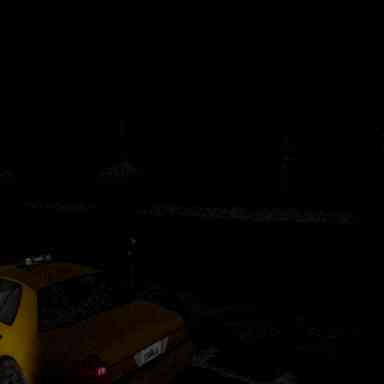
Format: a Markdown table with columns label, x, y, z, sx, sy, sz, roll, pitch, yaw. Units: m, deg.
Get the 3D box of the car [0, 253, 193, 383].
| label | x | y | z | sx | sy | sz | roll | pitch | yaw |
| --- | --- | --- | --- | --- | --- | --- | --- | --- | --- |
| car | -2.271 | 1.525 | 4.578 | 4.829 | 1.417 | 1.752 | 0 | 0 | 35 |
